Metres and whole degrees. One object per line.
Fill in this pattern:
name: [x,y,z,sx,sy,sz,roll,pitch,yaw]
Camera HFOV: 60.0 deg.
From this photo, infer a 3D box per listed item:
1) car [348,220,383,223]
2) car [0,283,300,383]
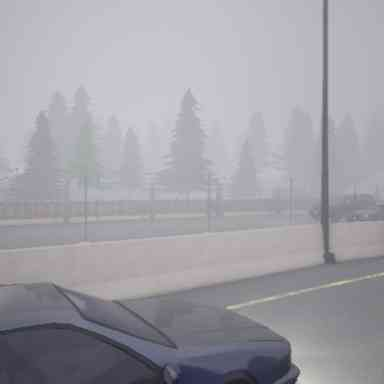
car: [12.300,1.543,22.143,4.181,1.385,1.994,0,0,-22]
car: [-1.526,1.537,2.595,5.357,1.411,2.033,0,0,-35]
